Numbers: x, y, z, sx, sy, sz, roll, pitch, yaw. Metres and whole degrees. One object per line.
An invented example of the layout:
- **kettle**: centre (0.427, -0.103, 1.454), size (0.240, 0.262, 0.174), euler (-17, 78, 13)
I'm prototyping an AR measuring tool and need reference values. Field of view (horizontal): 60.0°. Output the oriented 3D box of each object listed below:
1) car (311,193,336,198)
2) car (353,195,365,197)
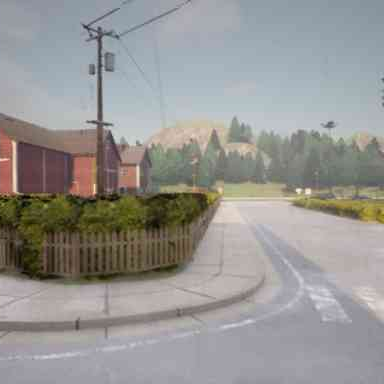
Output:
- **car**: centre (22.909, 1.195, 59.681), size (5.566, 2.045, 2.150), euler (0, 0, 6)
- **car**: centre (39.038, 1.353, 77.530), size (5.008, 1.535, 1.882), euler (0, 0, 6)
